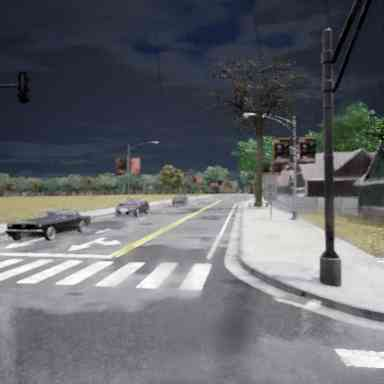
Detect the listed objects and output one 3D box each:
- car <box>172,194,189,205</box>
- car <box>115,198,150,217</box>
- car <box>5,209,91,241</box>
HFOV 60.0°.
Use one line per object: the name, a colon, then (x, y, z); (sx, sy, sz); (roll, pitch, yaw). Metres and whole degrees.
car: (-1.724, 1.131, 49.196); (1.837, 1.490, 4.892); (0, 0, 9)
car: (-5.007, 1.294, 28.524); (2.128, 1.511, 4.902); (0, 1, 9)
car: (-6.885, 1.528, 16.463); (1.895, 1.301, 4.718); (0, 0, 9)
